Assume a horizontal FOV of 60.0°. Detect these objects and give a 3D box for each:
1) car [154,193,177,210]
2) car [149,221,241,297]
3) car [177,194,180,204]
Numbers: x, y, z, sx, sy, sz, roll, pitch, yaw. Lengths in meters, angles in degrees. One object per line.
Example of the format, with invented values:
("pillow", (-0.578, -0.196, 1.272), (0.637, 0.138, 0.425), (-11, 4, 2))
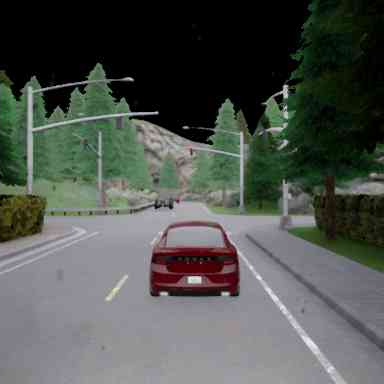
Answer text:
("car", (-3.583, 1.203, 43.473), (2.150, 2.045, 5.566), (0, 1, 0))
("car", (0.067, 1.475, 8.622), (1.882, 1.535, 5.008), (0, 0, 0))
("car", (-3.687, 1.203, 64.138), (2.150, 2.045, 5.566), (0, 0, -9))
